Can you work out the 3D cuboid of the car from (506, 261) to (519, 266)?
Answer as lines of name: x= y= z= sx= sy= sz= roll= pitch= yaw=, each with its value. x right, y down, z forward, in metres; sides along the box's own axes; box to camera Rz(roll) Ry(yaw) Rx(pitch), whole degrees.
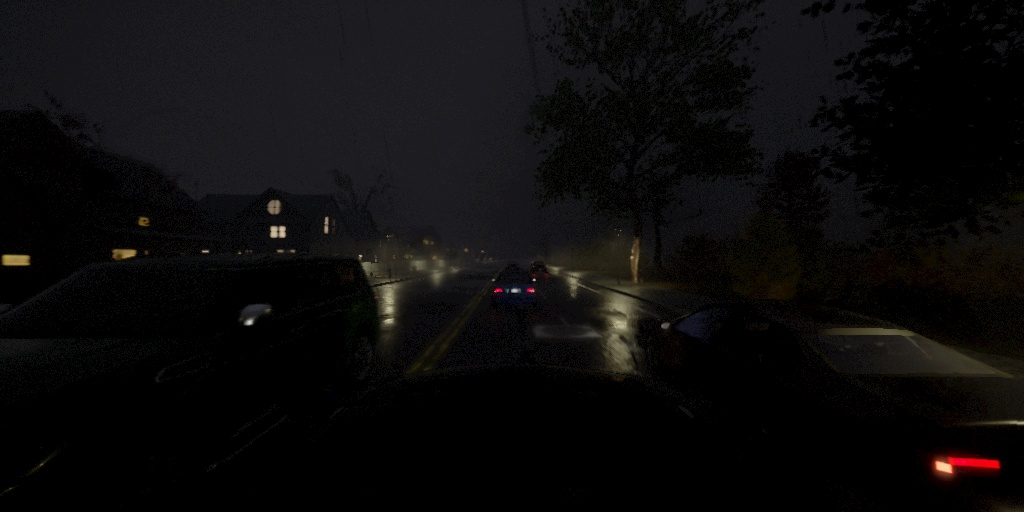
car: x=0.088 y=1.393 z=47.299 sx=1.812 sy=1.442 sz=4.674 roll=0 pitch=0 yaw=0

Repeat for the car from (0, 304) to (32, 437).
car: x=-6.586 y=1.279 z=1.904 sx=1.812 sy=1.442 sz=4.674 roll=0 pitch=0 yaw=0

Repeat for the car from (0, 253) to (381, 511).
car: x=-3.328 y=0.979 z=3.943 sx=2.150 sy=2.045 sz=5.566 roll=0 pitch=0 yaw=0

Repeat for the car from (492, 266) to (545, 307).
car: x=0.096 y=1.339 z=15.805 sx=2.033 sy=1.411 sz=5.357 roll=0 pitch=0 yaw=0

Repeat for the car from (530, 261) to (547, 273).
car: x=3.338 y=1.387 z=44.997 sx=1.812 sy=1.442 sz=4.674 roll=0 pitch=0 yaw=0

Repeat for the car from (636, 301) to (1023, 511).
car: x=3.350 y=1.306 z=4.616 sx=2.033 sy=1.411 sz=5.357 roll=0 pitch=0 yaw=0
